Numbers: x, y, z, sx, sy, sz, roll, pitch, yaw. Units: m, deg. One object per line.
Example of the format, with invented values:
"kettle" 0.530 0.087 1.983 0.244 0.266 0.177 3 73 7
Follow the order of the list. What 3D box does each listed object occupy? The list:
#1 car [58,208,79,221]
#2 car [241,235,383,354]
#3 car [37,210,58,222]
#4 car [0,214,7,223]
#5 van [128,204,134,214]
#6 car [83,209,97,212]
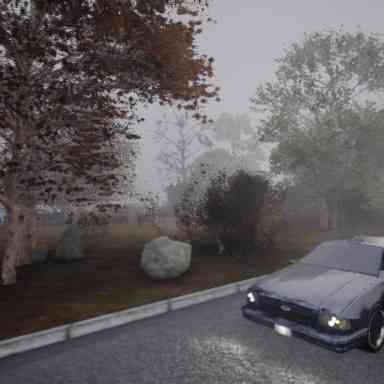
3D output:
"car" -16.876 2.884 43.561 2.185 1.767 4.553 0 -1 -39
"car" 3.361 1.597 6.464 5.357 1.411 2.033 0 -1 -39
"car" -19.042 3.014 41.825 2.097 1.535 5.008 0 -1 -39
"car" -23.328 3.053 38.300 2.163 1.488 4.792 0 -1 -39
"van" -8.218 2.766 50.513 1.878 1.987 4.442 0 -1 -39
"car" -14.744 3.045 45.340 2.002 1.452 4.674 0 -1 -39
